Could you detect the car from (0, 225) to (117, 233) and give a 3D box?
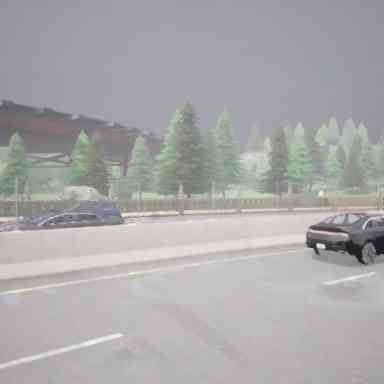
[{"bbox_3d":[-5.103,1.476,13.057,4.902,1.511,2.128,0,0,-34],"label":"car"}]

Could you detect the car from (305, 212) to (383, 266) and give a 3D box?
[{"bbox_3d":[6.090,1.464,11.477,4.902,1.511,2.128,0,0,-30],"label":"car"}]
